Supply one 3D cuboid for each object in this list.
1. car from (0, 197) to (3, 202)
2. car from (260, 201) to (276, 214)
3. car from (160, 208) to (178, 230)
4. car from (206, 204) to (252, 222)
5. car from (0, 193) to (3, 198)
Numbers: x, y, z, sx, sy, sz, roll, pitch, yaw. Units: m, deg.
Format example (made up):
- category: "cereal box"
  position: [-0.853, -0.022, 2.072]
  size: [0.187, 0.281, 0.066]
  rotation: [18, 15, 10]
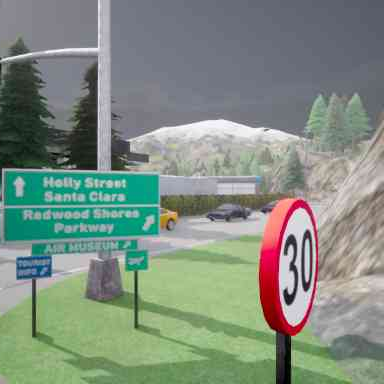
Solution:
- category: "car"
  position: [-12.368, 1.505, 26.054]
  size: [1.905, 1.878, 3.866]
  rotation: [0, 0, 35]
- category: "car"
  position: [9.646, 1.739, 37.713]
  size: [2.033, 1.411, 5.357]
  rotation: [0, 0, 36]
- category: "car"
  position: [-2.912, 1.669, 20.479]
  size: [1.882, 1.535, 5.008]
  rotation: [0, 0, 36]
- category: "car"
  position: [3.359, 1.739, 29.098]
  size: [2.033, 1.411, 5.357]
  rotation: [0, 0, 36]
- category: "car"
  position: [-38.568, 1.490, 69.998]
  size: [4.514, 1.523, 2.007]
  rotation: [0, 0, 35]
